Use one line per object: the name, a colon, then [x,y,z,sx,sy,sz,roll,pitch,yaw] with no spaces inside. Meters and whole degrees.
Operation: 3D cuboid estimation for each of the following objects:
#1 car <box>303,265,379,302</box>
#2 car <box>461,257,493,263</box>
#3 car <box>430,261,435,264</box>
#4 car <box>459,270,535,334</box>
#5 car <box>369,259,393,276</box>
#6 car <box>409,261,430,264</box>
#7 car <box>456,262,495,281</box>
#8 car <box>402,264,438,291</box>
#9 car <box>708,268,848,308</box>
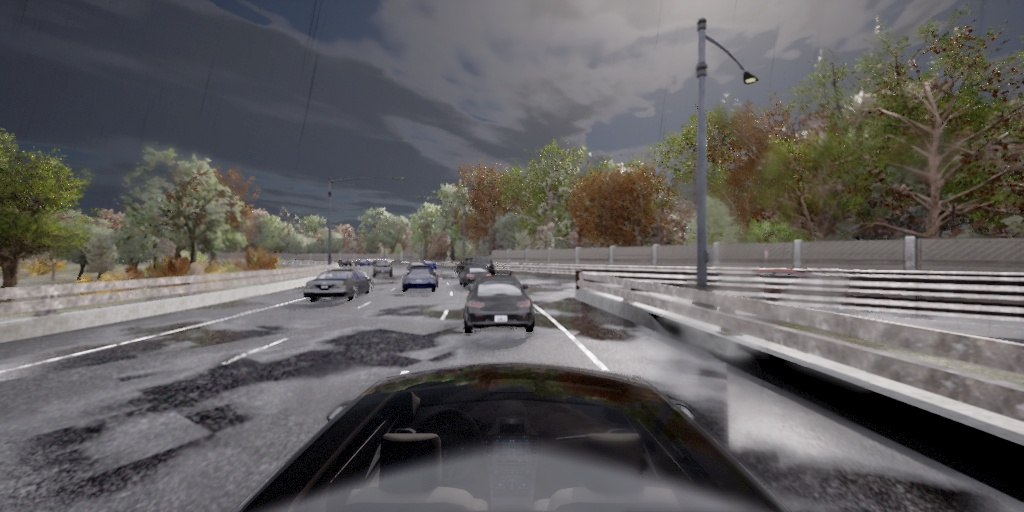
car: [-8.268,1.352,17.517,2.033,1.411,5.357,0,0,-9]
car: [-3.649,1.095,35.136,2.150,2.045,5.566,0,0,-30]
car: [-12.522,1.403,52.582,1.882,1.535,5.008,0,0,-27]
car: [-0.442,1.306,10.686,1.812,1.442,4.674,0,0,-5]
car: [-13.843,1.368,38.346,2.128,1.511,4.902,0,0,-20]
car: [-10.657,1.358,39.812,1.882,1.535,5.008,0,0,-20]
car: [-2.477,1.352,24.194,1.812,1.442,4.674,0,0,-14]
car: [-5.690,1.384,22.494,1.994,1.385,4.181,0,0,-11]
car: [11.245,1.312,15.672,1.882,1.535,5.008,0,-2,-45]
